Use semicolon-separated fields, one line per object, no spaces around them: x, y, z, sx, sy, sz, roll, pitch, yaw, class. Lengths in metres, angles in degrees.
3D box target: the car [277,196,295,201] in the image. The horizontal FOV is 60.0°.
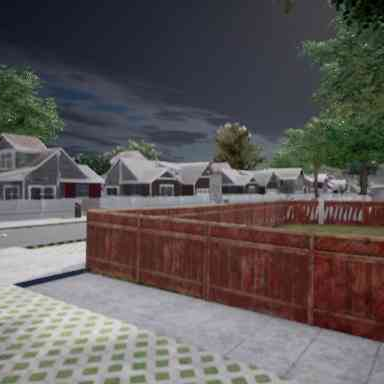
13.558;1.288;47.183;1.994;1.385;4.181;1;0;36;car
